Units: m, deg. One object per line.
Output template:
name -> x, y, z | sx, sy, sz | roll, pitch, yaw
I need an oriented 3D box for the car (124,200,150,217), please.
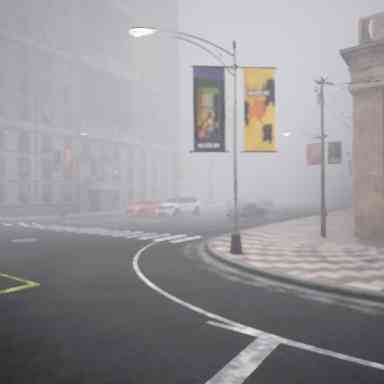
car -> -4.807, 1.573, 33.924 | 2.097, 1.767, 4.553 | -1, 0, 35

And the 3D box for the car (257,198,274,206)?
car -> 10.494, 1.677, 49.274 | 2.128, 1.511, 4.902 | -1, 0, 36

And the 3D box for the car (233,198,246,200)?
car -> 7.021, 1.723, 50.447 | 1.837, 1.490, 4.892 | -1, 0, 36

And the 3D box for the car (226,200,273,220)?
car -> 4.959, 1.668, 29.394 | 2.033, 1.411, 5.357 | -1, 0, 35

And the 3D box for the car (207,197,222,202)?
car -> 6.091, 1.997, 90.701 | 4.181, 1.385, 1.994 | -1, 0, 28

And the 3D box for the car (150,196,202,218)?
car -> -1.233, 1.403, 32.924 | 2.150, 2.045, 5.566 | -1, 0, 35
